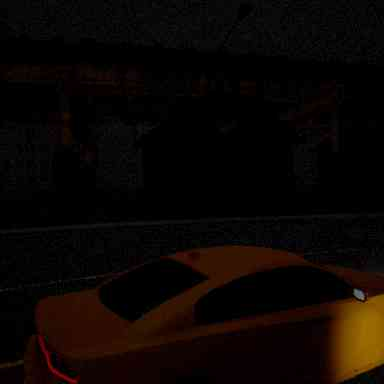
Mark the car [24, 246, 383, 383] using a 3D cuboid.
[{"bbox_3d":[0.765,1.421,4.047,5.008,1.535,1.882,-1,0,-28],"label":"car"}]
